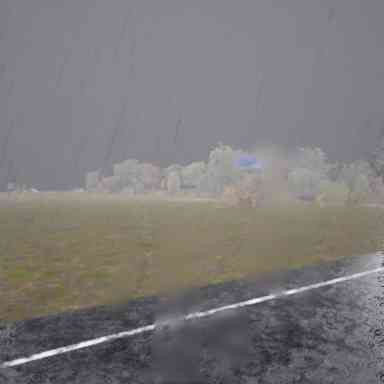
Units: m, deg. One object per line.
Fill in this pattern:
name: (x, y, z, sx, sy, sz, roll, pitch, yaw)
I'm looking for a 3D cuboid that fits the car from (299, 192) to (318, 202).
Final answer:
car: (24.147, 1.087, 70.368, 2.150, 2.045, 5.566, 0, 0, -33)
